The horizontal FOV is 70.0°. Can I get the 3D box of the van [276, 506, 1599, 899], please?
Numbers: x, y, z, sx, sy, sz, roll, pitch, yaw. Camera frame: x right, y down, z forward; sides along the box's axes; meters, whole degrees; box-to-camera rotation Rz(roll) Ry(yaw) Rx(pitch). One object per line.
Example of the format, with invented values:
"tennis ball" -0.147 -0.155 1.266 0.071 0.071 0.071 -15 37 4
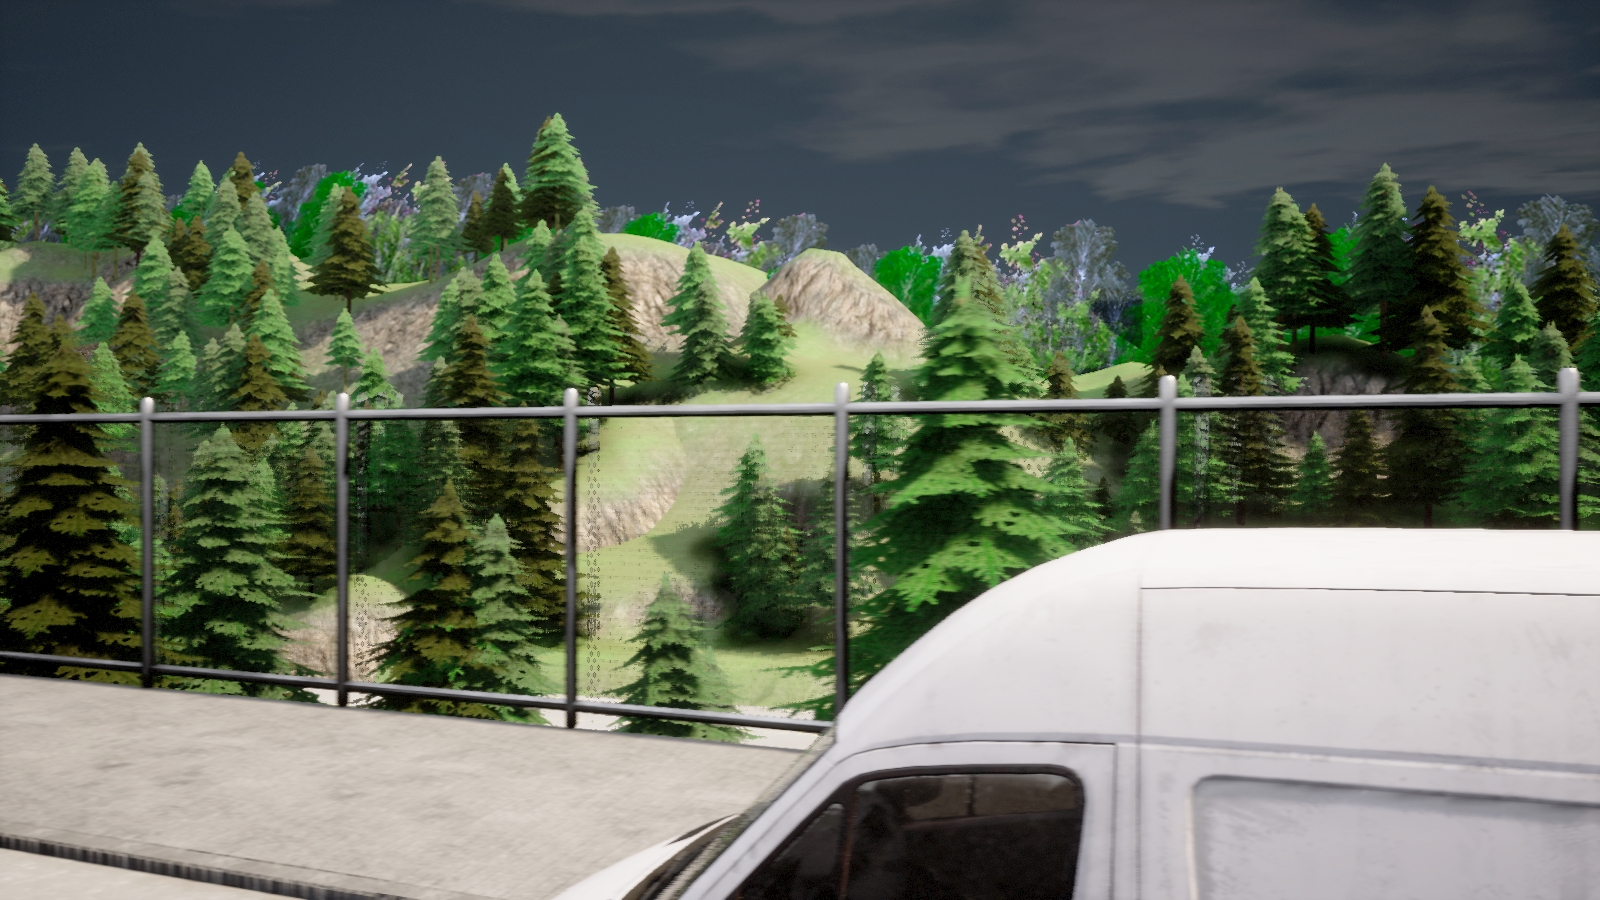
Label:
"van" 1.591 1.534 3.256 5.915 2.561 1.988 0 0 20
